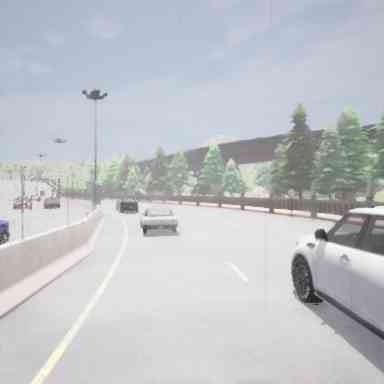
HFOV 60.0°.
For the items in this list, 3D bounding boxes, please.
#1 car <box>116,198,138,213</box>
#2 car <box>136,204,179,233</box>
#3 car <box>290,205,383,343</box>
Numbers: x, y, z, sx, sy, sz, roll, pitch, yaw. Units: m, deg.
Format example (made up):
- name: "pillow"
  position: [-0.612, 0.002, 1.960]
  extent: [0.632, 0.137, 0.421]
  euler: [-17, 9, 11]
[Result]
- name: "car"
  position: [-7.182, 1.417, 36.638]
  extent: [1.882, 1.535, 5.008]
  euler: [0, 0, -21]
- name: "car"
  position: [-2.037, 1.559, 19.397]
  extent: [1.895, 1.301, 4.718]
  euler: [0, 0, -11]
- name: "car"
  position: [3.336, 1.190, 4.950]
  extent: [2.150, 2.045, 5.566]
  euler: [0, 0, -3]
